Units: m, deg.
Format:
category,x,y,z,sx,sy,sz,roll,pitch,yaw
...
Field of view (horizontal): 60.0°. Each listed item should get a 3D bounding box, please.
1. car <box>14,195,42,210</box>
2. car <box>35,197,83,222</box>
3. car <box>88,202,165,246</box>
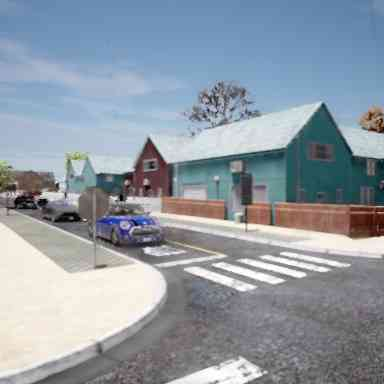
category,x,y,z,sx,sy,sz,roll,pitch,yaw
car,-18.195,1.117,36.412,1.837,1.490,4.892,0,1,-35
car,-9.607,1.337,24.322,2.033,1.411,5.357,0,1,-36
car,-3.057,1.284,15.105,2.097,1.767,4.553,0,1,-35
